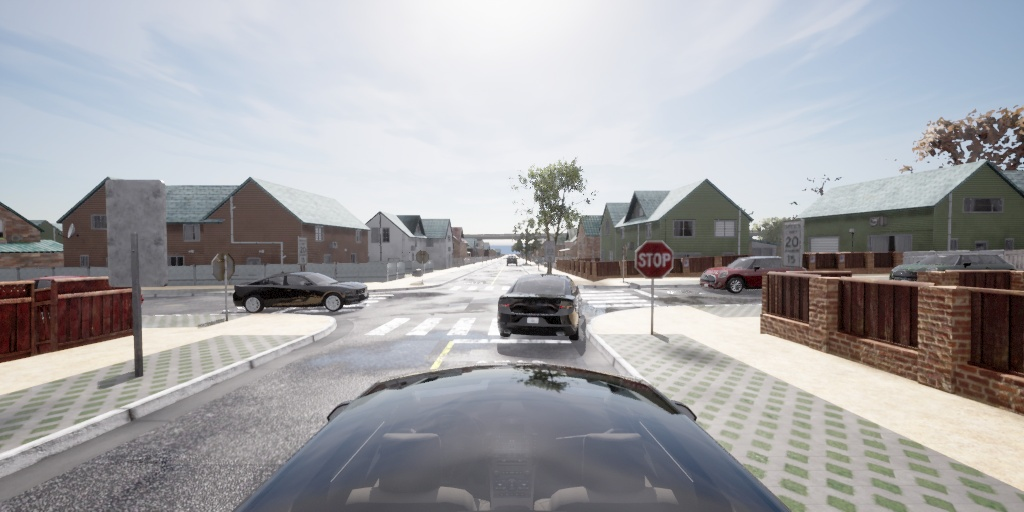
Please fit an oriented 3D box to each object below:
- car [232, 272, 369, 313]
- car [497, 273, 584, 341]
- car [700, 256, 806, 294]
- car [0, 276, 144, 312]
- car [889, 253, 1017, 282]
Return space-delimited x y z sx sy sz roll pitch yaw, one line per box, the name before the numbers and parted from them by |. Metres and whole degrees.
car | -8.468 1.377 14.604 5.008 1.535 1.882 -1 2 0
car | 0.958 1.225 10.077 1.882 1.535 5.008 0 0 12
car | 11.808 0.821 17.686 4.553 1.767 2.097 -1 2 0
car | -18.020 1.547 14.542 5.008 1.535 1.882 -1 2 0
car | 21.703 0.646 17.757 4.553 1.767 2.097 -1 2 0
